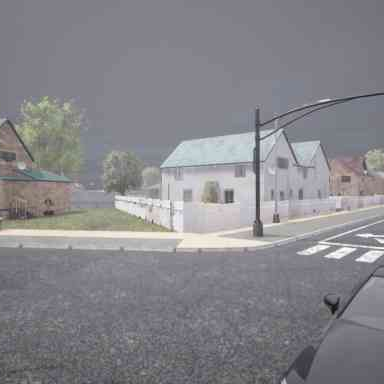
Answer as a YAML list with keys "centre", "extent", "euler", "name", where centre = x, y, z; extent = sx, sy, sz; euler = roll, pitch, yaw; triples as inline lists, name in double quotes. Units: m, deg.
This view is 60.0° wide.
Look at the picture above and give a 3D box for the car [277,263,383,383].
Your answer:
- centre: [2.565, 1.524, 3.471]
  extent: [1.812, 1.442, 4.674]
  euler: [0, 0, 42]
  name: "car"
